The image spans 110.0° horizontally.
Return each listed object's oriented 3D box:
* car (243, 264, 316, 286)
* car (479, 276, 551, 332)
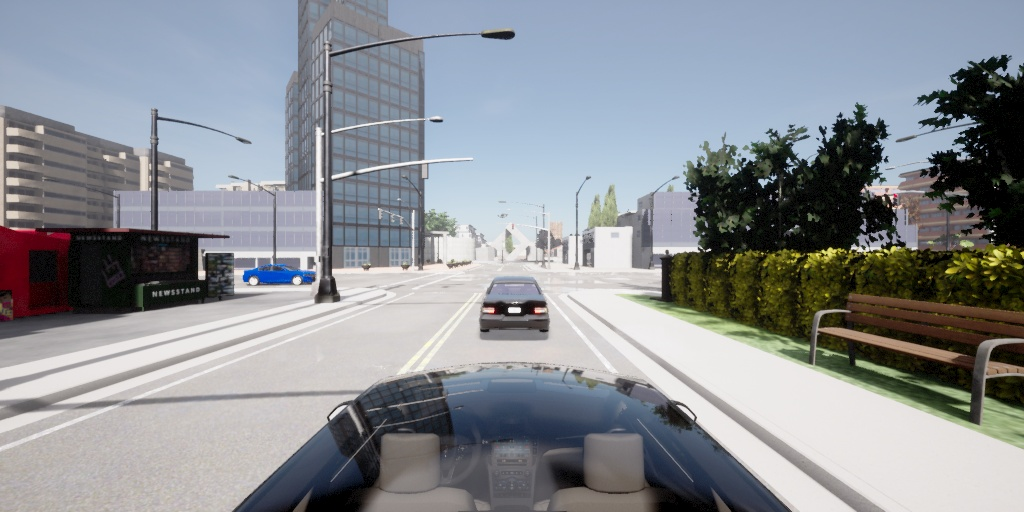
[{"bbox_3d":[-16.781,1.336,26.188,5.008,1.535,1.882,-1,0,0],"label":"car"},{"bbox_3d":[0.068,1.297,10.781,2.033,1.411,5.357,0,0,0],"label":"car"}]
